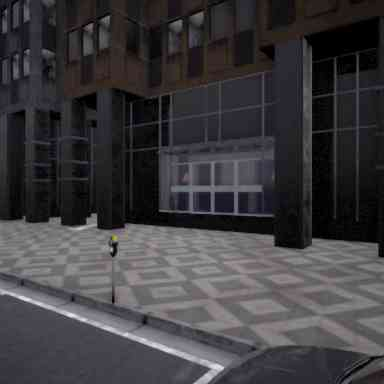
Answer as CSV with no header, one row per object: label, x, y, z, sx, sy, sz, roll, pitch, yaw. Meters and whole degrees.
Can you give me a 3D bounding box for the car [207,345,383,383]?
car,1.943,1.548,1.577,4.403,1.369,2.008,0,0,35
